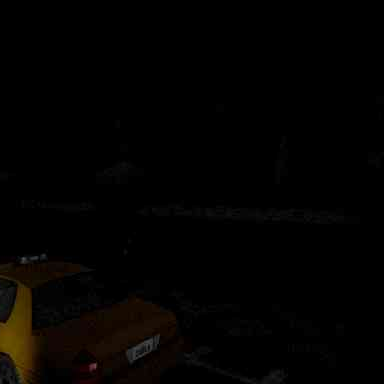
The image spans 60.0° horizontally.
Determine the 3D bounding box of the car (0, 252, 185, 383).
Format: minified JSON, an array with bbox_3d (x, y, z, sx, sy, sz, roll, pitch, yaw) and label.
[{"bbox_3d":[-2.362,1.525,4.650,4.829,1.417,1.752,0,0,36],"label":"car"}]
